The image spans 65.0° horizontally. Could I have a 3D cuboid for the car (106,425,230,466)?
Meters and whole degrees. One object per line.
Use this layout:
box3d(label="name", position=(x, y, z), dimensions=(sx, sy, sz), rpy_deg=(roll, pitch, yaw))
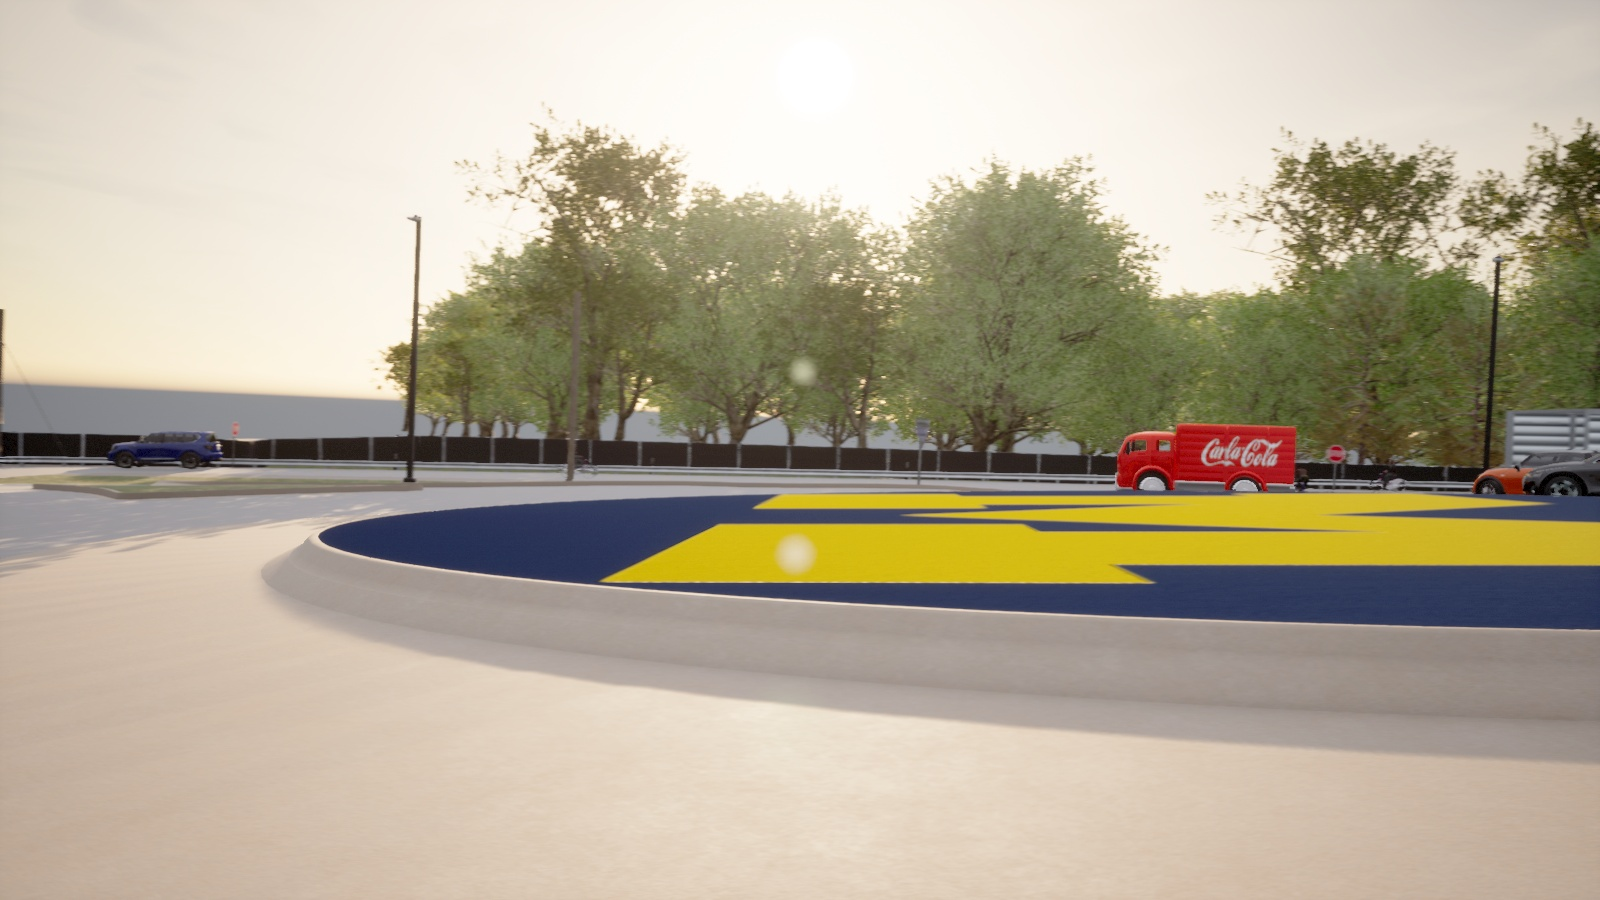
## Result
box3d(label="car", position=(-34.205, -0.272, 68.084), dimensions=(5.566, 2.045, 2.150), rpy_deg=(1, 1, -8))

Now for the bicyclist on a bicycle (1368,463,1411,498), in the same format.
box3d(label="bicyclist on a bicycle", position=(31.150, 1.621, 66.365), dimensions=(1.843, 1.776, 0.659), rpy_deg=(2, 1, 4))

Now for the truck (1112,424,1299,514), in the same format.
box3d(label="truck", position=(12.429, 0.535, 38.579), dimensions=(5.204, 2.467, 2.627), rpy_deg=(2, 1, 19))

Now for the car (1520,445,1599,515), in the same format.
box3d(label="car", position=(20.220, 0.749, 30.183), dimensions=(4.856, 1.649, 2.033), rpy_deg=(-1, -3, 36))

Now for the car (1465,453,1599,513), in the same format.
box3d(label="car", position=(23.535, 1.021, 39.210), dimensions=(2.097, 1.767, 4.553), rpy_deg=(1, -2, -24))
